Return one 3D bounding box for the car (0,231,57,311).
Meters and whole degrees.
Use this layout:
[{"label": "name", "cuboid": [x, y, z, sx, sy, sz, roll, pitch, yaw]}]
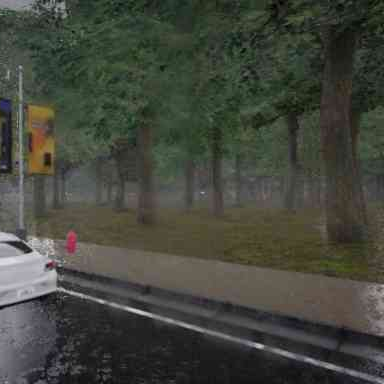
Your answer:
[{"label": "car", "cuboid": [-4.730, 1.553, 7.053, 4.674, 1.442, 1.812, 0, 0, 35]}]
